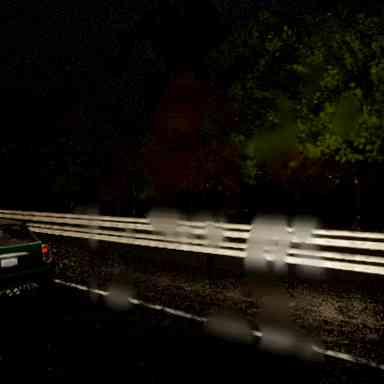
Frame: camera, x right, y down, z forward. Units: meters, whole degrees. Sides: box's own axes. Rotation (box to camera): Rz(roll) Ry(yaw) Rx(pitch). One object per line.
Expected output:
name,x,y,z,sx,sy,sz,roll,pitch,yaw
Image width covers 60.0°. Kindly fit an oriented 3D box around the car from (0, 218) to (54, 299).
car,-5.203,1.358,7.564,4.553,1.767,2.097,0,0,35
